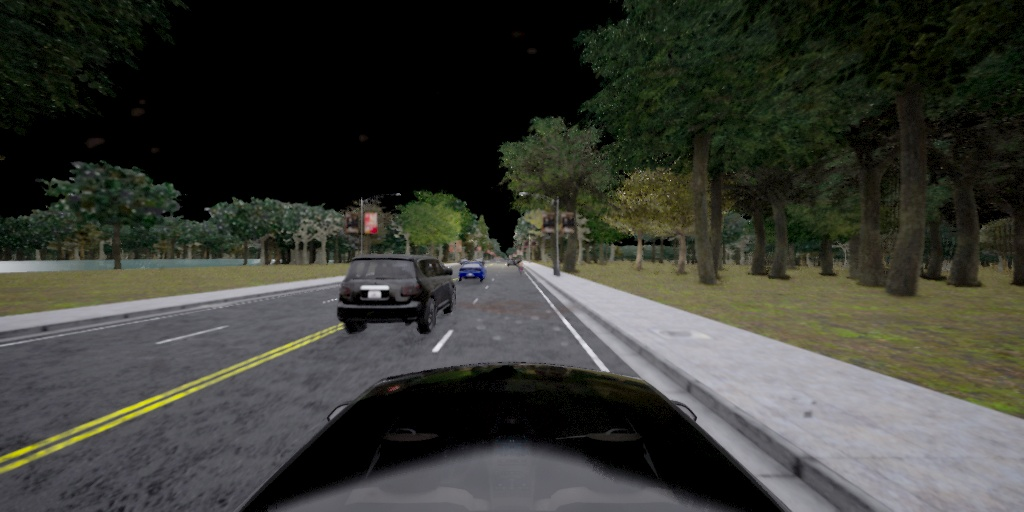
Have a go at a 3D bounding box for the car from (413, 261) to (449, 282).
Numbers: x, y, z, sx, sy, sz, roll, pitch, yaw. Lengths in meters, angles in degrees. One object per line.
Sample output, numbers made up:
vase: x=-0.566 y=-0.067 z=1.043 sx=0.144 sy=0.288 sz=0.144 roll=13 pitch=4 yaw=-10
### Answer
car: x=-6.581 y=1.241 z=29.775 sx=1.882 sy=1.535 sz=5.008 roll=0 pitch=0 yaw=0

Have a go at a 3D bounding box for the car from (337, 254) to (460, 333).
car: x=-3.147 y=0.976 z=10.895 sx=2.150 sy=2.045 sz=5.566 roll=0 pitch=0 yaw=0

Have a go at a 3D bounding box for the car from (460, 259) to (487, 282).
car: x=-3.139 y=1.241 z=29.370 sx=1.882 sy=1.535 sz=5.008 roll=0 pitch=0 yaw=0

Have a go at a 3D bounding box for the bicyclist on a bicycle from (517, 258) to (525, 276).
bicyclist on a bicycle: x=0.906 y=1.202 z=35.499 sx=0.866 sy=1.612 sz=1.509 roll=0 pitch=0 yaw=0
